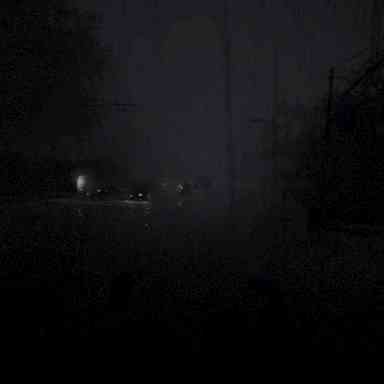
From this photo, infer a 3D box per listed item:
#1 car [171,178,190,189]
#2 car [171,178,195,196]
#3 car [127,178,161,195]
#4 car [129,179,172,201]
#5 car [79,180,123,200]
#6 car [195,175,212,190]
[{"bbox_3d":[-1.676,-1.317,50.829,1.994,1.385,4.181,3,3,12],"label":"car"},{"bbox_3d":[-1.504,-0.637,35.279,2.097,1.767,4.553,3,3,13],"label":"car"},{"bbox_3d":[-5.043,-0.678,35.503,1.882,1.535,5.008,3,3,13],"label":"car"},{"bbox_3d":[-3.432,-0.052,26.887,1.994,1.385,4.181,3,3,13],"label":"car"},{"bbox_3d":[-7.089,-0.238,26.617,1.812,1.442,4.674,3,3,13],"label":"car"},{"bbox_3d":[1.644,-1.440,49.535,2.150,2.045,5.566,3,3,12],"label":"car"}]
